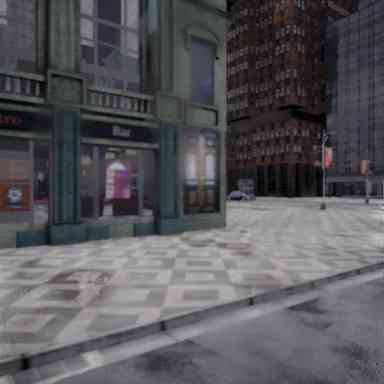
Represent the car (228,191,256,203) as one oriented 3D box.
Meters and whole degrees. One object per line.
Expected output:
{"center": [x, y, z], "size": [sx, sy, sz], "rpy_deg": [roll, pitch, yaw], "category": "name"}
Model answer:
{"center": [7.566, 0.660, 50.184], "size": [2.097, 1.767, 4.553], "rpy_deg": [0, 1, -35], "category": "car"}
